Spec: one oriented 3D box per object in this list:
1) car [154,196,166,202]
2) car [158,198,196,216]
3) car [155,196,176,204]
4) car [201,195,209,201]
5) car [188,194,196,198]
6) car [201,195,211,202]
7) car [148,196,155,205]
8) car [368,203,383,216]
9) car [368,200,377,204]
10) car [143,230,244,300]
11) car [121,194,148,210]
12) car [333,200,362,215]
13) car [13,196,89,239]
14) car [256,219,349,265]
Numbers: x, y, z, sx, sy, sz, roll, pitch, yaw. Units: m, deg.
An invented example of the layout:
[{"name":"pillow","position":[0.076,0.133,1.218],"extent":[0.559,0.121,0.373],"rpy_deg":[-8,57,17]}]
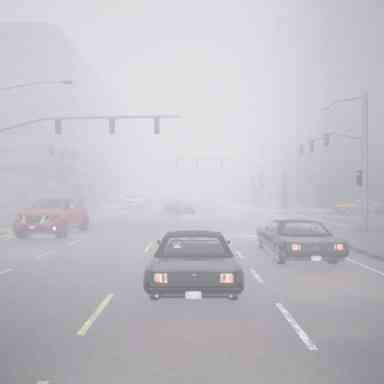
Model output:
[{"name":"car","position":[-7.220,1.539,75.271],"extent":[2.033,1.411,5.357],"rpy_deg":[0,0,1]},{"name":"car","position":[-1.363,1.589,33.444],"extent":[1.994,1.385,4.181],"rpy_deg":[0,0,-31]},{"name":"car","position":[-4.027,1.547,51.798],"extent":[2.033,1.411,5.357],"rpy_deg":[0,0,0]},{"name":"car","position":[3.404,1.553,87.423],"extent":[1.994,1.385,4.181],"rpy_deg":[0,0,1]},{"name":"car","position":[-0.097,1.355,87.295],"extent":[2.097,1.767,4.553],"rpy_deg":[0,0,1]},{"name":"car","position":[3.303,1.595,77.448],"extent":[1.895,1.301,4.718],"rpy_deg":[0,0,1]},{"name":"car","position":[-7.453,1.504,59.551],"extent":[1.837,1.490,4.892],"rpy_deg":[0,0,1]},{"name":"car","position":[3.594,1.221,1.943],"extent":[2.150,2.045,5.566],"rpy_deg":[0,0,0]},{"name":"car","position":[19.275,1.547,30.806],"extent":[4.902,1.511,2.128],"rpy_deg":[0,0,0]},{"name":"car","position":[0.044,1.601,8.310],"extent":[1.895,1.301,4.718],"rpy_deg":[0,0,0]},{"name":"car","position":[-7.666,1.221,43.723],"extent":[2.150,2.045,5.566],"rpy_deg":[0,0,3]},{"name":"car","position":[17.213,1.533,34.309],"extent":[5.008,1.535,1.882],"rpy_deg":[0,0,0]},{"name":"car","position":[-7.158,1.228,17.610],"extent":[2.150,2.045,5.566],"rpy_deg":[0,0,0]},{"name":"car","position":[3.550,1.601,11.695],"extent":[1.895,1.301,4.718],"rpy_deg":[0,0,0]}]
